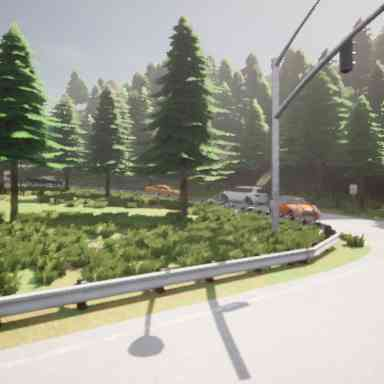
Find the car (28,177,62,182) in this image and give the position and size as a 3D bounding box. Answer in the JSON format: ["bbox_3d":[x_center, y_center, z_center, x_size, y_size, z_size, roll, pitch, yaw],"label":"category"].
[{"bbox_3d":[-20.672,-1.505,46.572,4.718,1.301,1.895,5,2,22],"label":"car"}]

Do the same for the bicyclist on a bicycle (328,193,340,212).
[{"bbox_3d":[12.984,0.902,30.167,1.656,1.620,0.582,-11,8,-20],"label":"bicyclist on a bicycle"}]

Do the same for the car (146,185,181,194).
[{"bbox_3d":[-3.039,0.009,38.474,5.008,1.535,1.882,6,2,23],"label":"car"}]

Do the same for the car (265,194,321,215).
[{"bbox_3d":[7.569,1.129,24.690,2.097,1.767,4.553,0,2,-11],"label":"car"}]

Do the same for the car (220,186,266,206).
[{"bbox_3d":[5.614,0.399,36.434,2.150,2.045,5.566,2,3,-42],"label":"car"}]
